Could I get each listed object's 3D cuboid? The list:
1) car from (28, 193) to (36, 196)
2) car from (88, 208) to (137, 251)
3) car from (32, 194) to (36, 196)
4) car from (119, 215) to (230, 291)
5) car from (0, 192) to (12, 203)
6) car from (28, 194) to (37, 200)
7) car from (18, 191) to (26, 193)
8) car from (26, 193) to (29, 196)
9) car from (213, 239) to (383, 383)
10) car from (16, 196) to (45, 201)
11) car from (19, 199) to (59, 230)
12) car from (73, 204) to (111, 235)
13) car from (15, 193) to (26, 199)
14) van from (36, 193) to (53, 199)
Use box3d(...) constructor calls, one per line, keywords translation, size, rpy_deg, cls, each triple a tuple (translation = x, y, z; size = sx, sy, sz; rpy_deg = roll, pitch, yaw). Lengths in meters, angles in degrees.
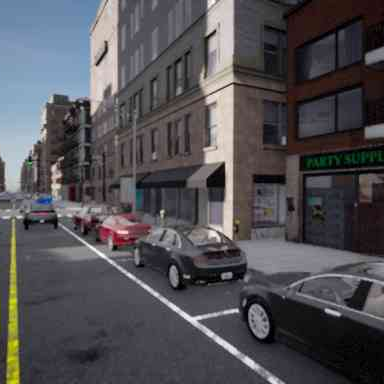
box3d(translation=(-31.606, 1.389, 67.526), size=(1.802, 1.307, 4.206), rpy_deg=(0, 0, -28), cls="car")
box3d(translation=(-2.888, 1.563, 13.886), size=(1.802, 1.307, 4.206), rpy_deg=(0, 0, -28), cls="car")
box3d(translation=(-26.243, 1.424, 57.508), size=(1.802, 1.307, 4.206), rpy_deg=(0, 0, -28), cls="car")
box3d(translation=(-0.282, 1.547, 9.020), size=(2.008, 1.369, 4.403), rpy_deg=(0, 0, -28), cls="car")
box3d(translation=(-34.068, 1.298, 60.710), size=(1.837, 1.490, 4.892), rpy_deg=(0, 0, -28), cls="car")
box3d(translation=(-39.650, 1.187, 82.551), size=(1.967, 1.590, 4.097), rpy_deg=(0, 0, -28), cls="car")
box3d(translation=(-42.147, 1.176, 81.626), size=(1.837, 1.490, 4.892), rpy_deg=(0, 0, -28), cls="car")
box3d(translation=(-34.286, 1.102, 72.535), size=(2.192, 1.841, 5.009), rpy_deg=(0, 0, -28), cls="car")
box3d(translation=(2.322, 1.562, 4.155), size=(2.008, 1.369, 4.403), rpy_deg=(0, 0, -28), cls="car")
box3d(translation=(-16.645, 1.458, 34.139), size=(2.033, 1.411, 5.357), rpy_deg=(1, 0, -28), cls="car")
box3d(translation=(-9.609, 1.435, 20.982), size=(2.128, 1.511, 4.902), rpy_deg=(0, 0, -28), cls="car")
box3d(translation=(-5.492, 1.406, 18.751), size=(1.967, 1.590, 4.097), rpy_deg=(0, 0, -28), cls="car")
box3d(translation=(-37.441, 1.359, 72.835), size=(1.895, 1.301, 4.718), rpy_deg=(0, 0, -28), cls="car")
box3d(translation=(-20.879, 1.215, 47.491), size=(1.690, 1.788, 3.998), rpy_deg=(0, 0, -28), cls="van")
